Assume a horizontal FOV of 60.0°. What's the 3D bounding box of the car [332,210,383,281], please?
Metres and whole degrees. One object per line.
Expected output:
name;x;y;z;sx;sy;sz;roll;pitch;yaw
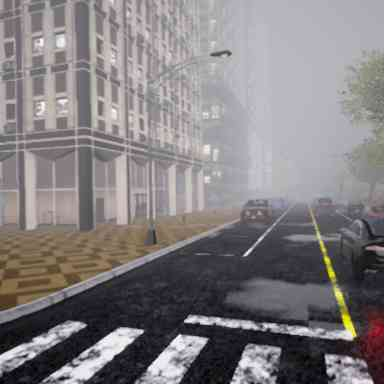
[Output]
car;5.404;1.478;9.476;2.128;1.511;4.902;-1;0;19

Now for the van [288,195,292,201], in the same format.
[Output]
van;14.025;1.475;51.422;1.690;1.788;3.998;-2;-1;19

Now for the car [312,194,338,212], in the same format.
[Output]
car;15.348;1.372;38.591;2.097;1.767;4.553;-1;0;19

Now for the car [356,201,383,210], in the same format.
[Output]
car;12.710;1.535;22.743;1.802;1.307;4.206;-2;-1;19

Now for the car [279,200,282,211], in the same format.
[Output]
car;6.849;1.675;30.424;1.947;1.339;4.313;-2;-1;19

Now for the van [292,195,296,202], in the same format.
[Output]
van;22.948;1.506;77.687;1.690;1.788;3.998;-2;-1;19

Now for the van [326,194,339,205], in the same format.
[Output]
van;25.091;1.341;59.501;1.690;1.788;3.998;-2;-1;19

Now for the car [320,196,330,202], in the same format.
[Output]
car;32.227;1.589;80.487;1.947;1.339;4.313;-2;-1;19

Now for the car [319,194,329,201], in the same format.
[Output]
car;34.006;1.470;85.735;1.967;1.590;4.097;-2;-1;19

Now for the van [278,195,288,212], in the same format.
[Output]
van;10.457;1.462;40.916;1.690;1.788;3.998;-2;-1;19

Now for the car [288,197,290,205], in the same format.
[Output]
car;12.248;1.709;46.166;1.802;1.307;4.206;-2;-1;19

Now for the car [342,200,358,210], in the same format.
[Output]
car;16.186;1.518;33.266;2.008;1.369;4.403;-2;-1;19

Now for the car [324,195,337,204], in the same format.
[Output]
car;26.876;1.446;64.747;1.967;1.590;4.097;-2;-1;19

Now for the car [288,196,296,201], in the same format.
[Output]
car;26.523;1.721;88.191;1.887;1.381;4.507;-2;-1;19

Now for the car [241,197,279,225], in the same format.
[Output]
car;5.013;1.418;25.189;2.192;1.841;5.009;-2;-1;19

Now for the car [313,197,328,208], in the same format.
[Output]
car;18.603;1.510;48.330;1.882;1.535;5.008;-1;0;19
